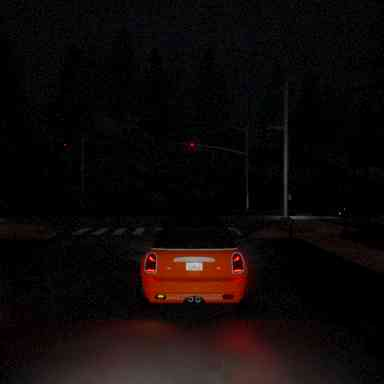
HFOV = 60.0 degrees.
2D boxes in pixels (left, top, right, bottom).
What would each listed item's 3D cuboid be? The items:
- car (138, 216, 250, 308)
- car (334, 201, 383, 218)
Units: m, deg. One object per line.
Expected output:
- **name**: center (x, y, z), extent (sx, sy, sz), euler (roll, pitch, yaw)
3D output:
- **car**: center (0.049, 1.352, 8.086), extent (2.097, 1.767, 4.553), euler (0, 0, 0)
- **car**: center (14.337, 1.438, 27.330), extent (4.718, 1.301, 1.895), euler (0, 0, 0)
